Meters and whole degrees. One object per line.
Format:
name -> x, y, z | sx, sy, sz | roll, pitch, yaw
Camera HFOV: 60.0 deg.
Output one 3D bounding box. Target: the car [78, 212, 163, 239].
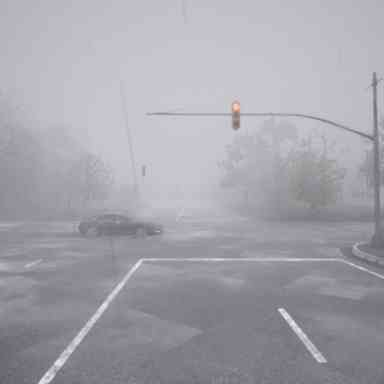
car -> -4.142, 1.950, 19.565 | 4.892, 1.490, 1.837 | 0, -2, 4
